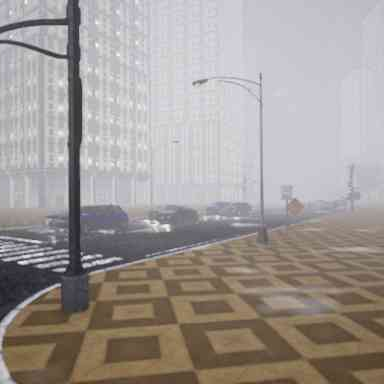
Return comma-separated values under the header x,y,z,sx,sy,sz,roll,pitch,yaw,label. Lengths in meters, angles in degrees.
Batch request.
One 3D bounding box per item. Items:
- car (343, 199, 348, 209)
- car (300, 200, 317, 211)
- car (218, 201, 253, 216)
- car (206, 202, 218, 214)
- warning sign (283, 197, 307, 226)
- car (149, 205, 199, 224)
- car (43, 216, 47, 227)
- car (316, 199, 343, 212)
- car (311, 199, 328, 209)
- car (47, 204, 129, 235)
x,y,z,sx,sy,sz,roll,pitch,yaw,label
24.385,1.908,54.587,1.882,1.535,5.008,-1,-1,31,car
16.487,2.005,47.839,1.895,1.301,4.718,-1,-1,32,car
5.111,1.847,36.756,1.837,1.490,4.892,-1,-1,34,car
3.509,1.864,40.187,1.882,1.535,5.008,-1,-1,34,car
7.045,1.293,22.791,1.300,1.860,1.060,0,0,34,warning sign
-1.176,1.833,27.508,1.994,1.385,4.181,-1,-1,35,car
-7.940,1.745,23.376,2.128,1.511,4.902,-1,-1,34,car
18.999,1.916,45.728,2.033,1.411,5.357,-1,-1,31,car
21.659,1.990,56.358,1.812,1.442,4.674,-1,-1,31,car
-6.019,1.563,20.384,2.097,1.767,4.553,-1,-1,34,car
